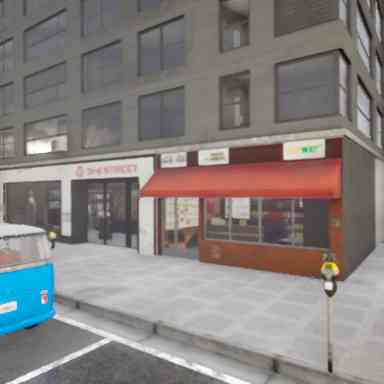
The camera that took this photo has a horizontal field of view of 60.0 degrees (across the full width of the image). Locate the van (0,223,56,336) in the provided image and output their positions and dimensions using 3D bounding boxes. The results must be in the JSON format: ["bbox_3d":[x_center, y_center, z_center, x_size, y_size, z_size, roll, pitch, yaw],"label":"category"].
[{"bbox_3d":[-4.071,1.386,5.705,3.998,1.788,1.690,0,0,35],"label":"van"}]
